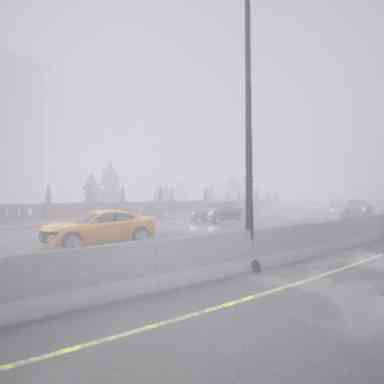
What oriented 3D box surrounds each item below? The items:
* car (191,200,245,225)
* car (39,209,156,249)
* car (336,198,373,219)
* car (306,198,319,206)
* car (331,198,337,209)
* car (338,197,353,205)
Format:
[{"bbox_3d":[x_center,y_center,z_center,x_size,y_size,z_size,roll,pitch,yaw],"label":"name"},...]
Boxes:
[{"bbox_3d":[2.011,1.437,24.905,2.097,1.767,4.553,0,0,42],"label":"car"},{"bbox_3d":[-3.943,1.522,14.485,5.008,1.535,1.882,0,0,-40],"label":"car"},{"bbox_3d":[14.569,1.434,29.313,2.097,1.767,4.553,0,0,35],"label":"car"},{"bbox_3d":[21.876,1.823,60.498,1.994,1.385,4.181,0,0,17],"label":"car"},{"bbox_3d":[21.597,1.656,49.140,1.882,1.535,5.008,0,-1,22],"label":"car"},{"bbox_3d":[30.694,1.793,66.483,1.994,1.385,4.181,0,0,14],"label":"car"}]
